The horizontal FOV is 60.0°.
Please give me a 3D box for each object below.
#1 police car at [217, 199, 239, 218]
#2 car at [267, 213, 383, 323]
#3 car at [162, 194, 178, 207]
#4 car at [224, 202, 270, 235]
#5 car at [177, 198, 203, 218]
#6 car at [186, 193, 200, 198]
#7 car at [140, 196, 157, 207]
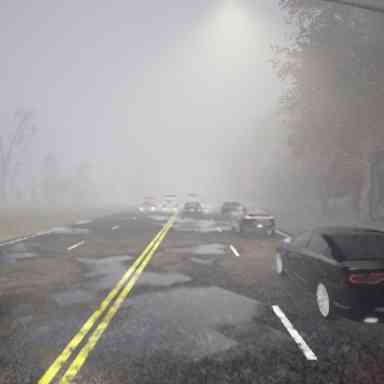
[{"bbox_3d":[3.263,1.409,29.444,1.930,1.638,5.238,1,-1,0],"label":"police car"},{"bbox_3d":[3.235,1.463,7.325,1.882,1.535,5.008,-1,0,0],"label":"car"},{"bbox_3d":[-3.254,1.252,51.055,2.150,2.045,5.566,0,0,0],"label":"car"},{"bbox_3d":[3.251,1.469,18.333,2.128,1.511,4.902,1,-1,0],"label":"car"},{"bbox_3d":[0.015,1.558,29.934,2.033,1.411,5.357,0,0,0],"label":"car"},{"bbox_3d":[0.122,1.193,55.205,2.150,2.045,5.566,0,-2,0],"label":"car"},{"bbox_3d":[-6.513,1.376,50.255,2.097,1.767,4.553,0,0,0],"label":"car"}]
